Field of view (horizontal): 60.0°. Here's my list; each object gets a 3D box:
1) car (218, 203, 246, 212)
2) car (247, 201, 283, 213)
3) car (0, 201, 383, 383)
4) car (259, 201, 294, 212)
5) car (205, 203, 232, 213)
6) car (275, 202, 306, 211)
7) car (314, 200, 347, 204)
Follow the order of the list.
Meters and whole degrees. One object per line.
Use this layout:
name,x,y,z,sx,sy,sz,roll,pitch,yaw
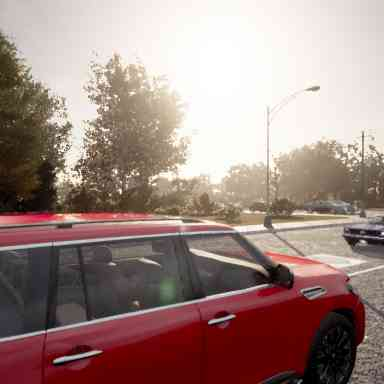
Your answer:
car,6.649,2.600,55.866,1.837,1.490,4.892,0,-3,-32
car,9.663,2.028,44.415,1.837,1.490,4.892,0,-3,-32
car,-0.466,1.222,3.424,5.566,2.045,2.150,0,0,-37
car,11.968,2.093,47.337,1.837,1.490,4.892,0,-3,-32
car,4.161,2.542,53.240,1.837,1.490,4.892,0,-3,-32
car,16.055,2.395,54.361,1.895,1.301,4.718,0,-3,-32
car,14.624,1.708,36.479,2.128,1.511,4.902,0,-1,-32
